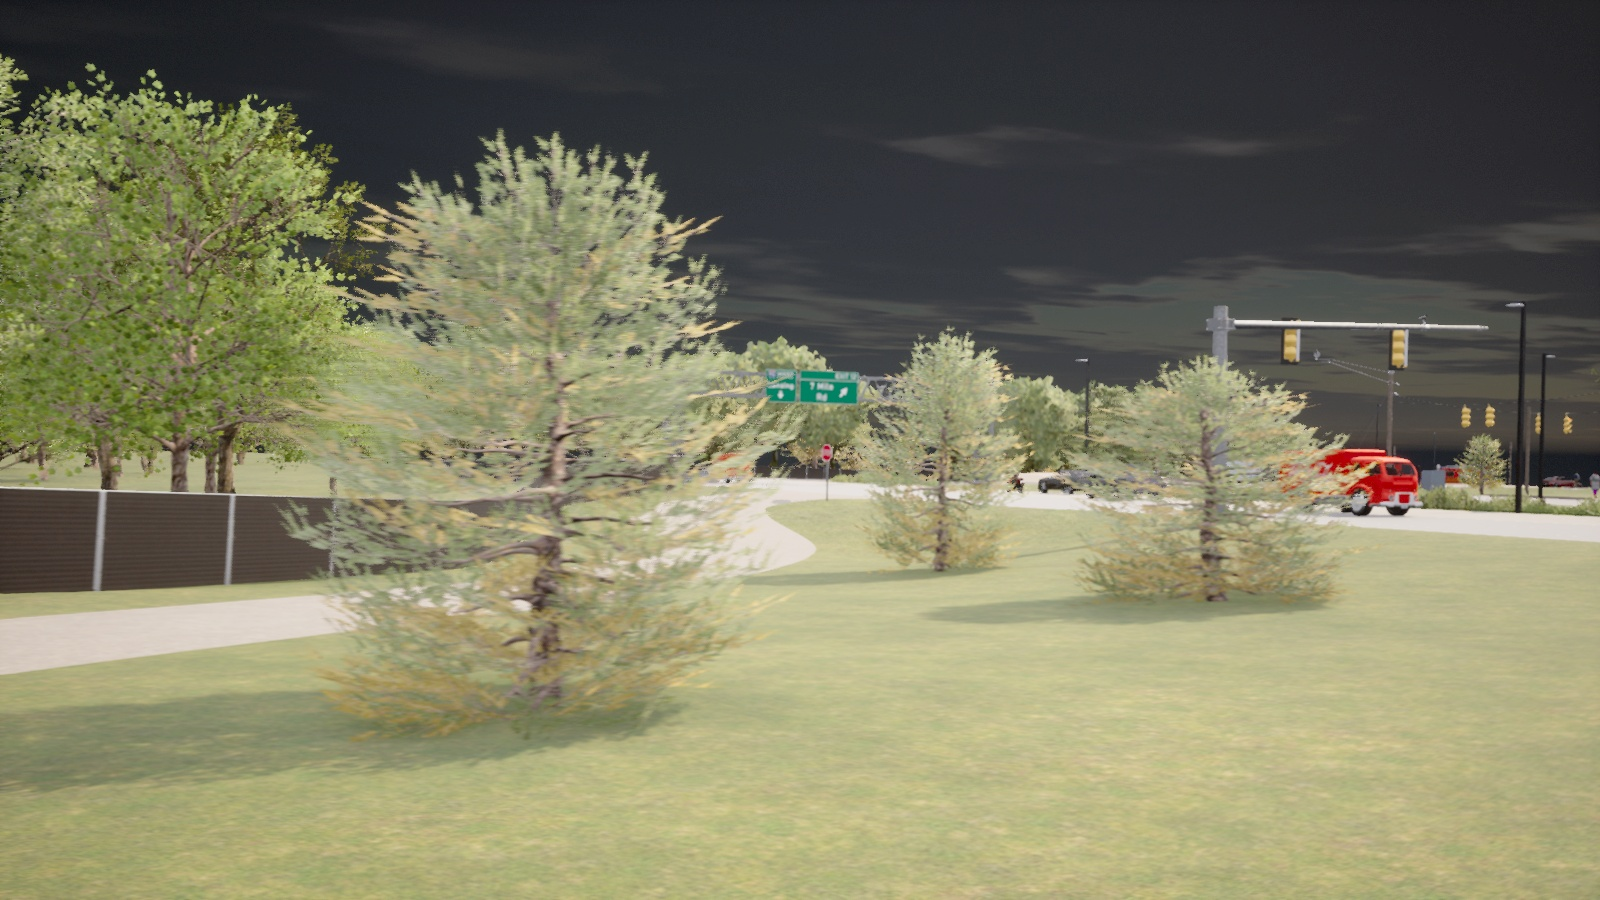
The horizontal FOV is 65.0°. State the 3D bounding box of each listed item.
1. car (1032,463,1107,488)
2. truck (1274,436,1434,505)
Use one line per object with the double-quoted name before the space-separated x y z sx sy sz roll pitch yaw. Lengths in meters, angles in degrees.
"car" 16.631 1.569 77.693 2.128 1.511 4.902 0 -1 -22
"truck" 20.947 0.751 47.764 2.627 2.467 5.204 0 -1 -22
